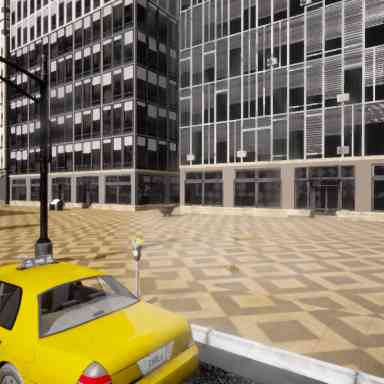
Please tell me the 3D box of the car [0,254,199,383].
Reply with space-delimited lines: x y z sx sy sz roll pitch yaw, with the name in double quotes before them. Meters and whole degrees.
"car" -2.207 1.525 4.466 4.829 1.417 1.752 0 0 36
